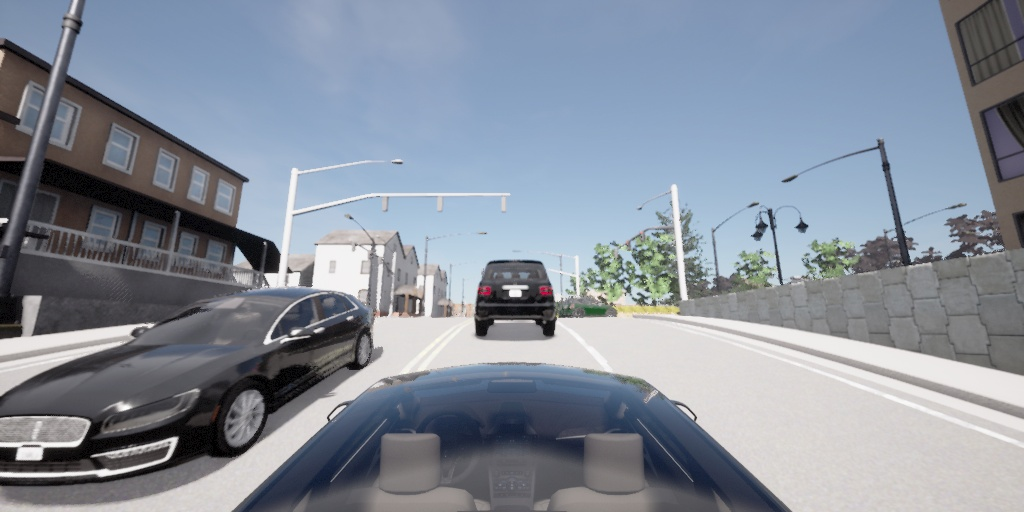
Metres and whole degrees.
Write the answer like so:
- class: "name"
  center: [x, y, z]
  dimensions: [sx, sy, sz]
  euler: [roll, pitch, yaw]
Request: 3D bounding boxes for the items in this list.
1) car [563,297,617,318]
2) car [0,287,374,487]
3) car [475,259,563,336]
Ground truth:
- class: "car"
  center: [5.965, 4.081, 27.958]
  dimensions: [4.553, 1.767, 2.097]
  euler: [6, -12, -25]
- class: "car"
  center: [-3.580, 1.255, 5.099]
  dimensions: [1.837, 1.490, 4.892]
  euler: [0, -1, 0]
- class: "car"
  center: [0.094, 1.319, 11.473]
  dimensions: [2.150, 2.045, 5.566]
  euler: [0, -7, 0]
